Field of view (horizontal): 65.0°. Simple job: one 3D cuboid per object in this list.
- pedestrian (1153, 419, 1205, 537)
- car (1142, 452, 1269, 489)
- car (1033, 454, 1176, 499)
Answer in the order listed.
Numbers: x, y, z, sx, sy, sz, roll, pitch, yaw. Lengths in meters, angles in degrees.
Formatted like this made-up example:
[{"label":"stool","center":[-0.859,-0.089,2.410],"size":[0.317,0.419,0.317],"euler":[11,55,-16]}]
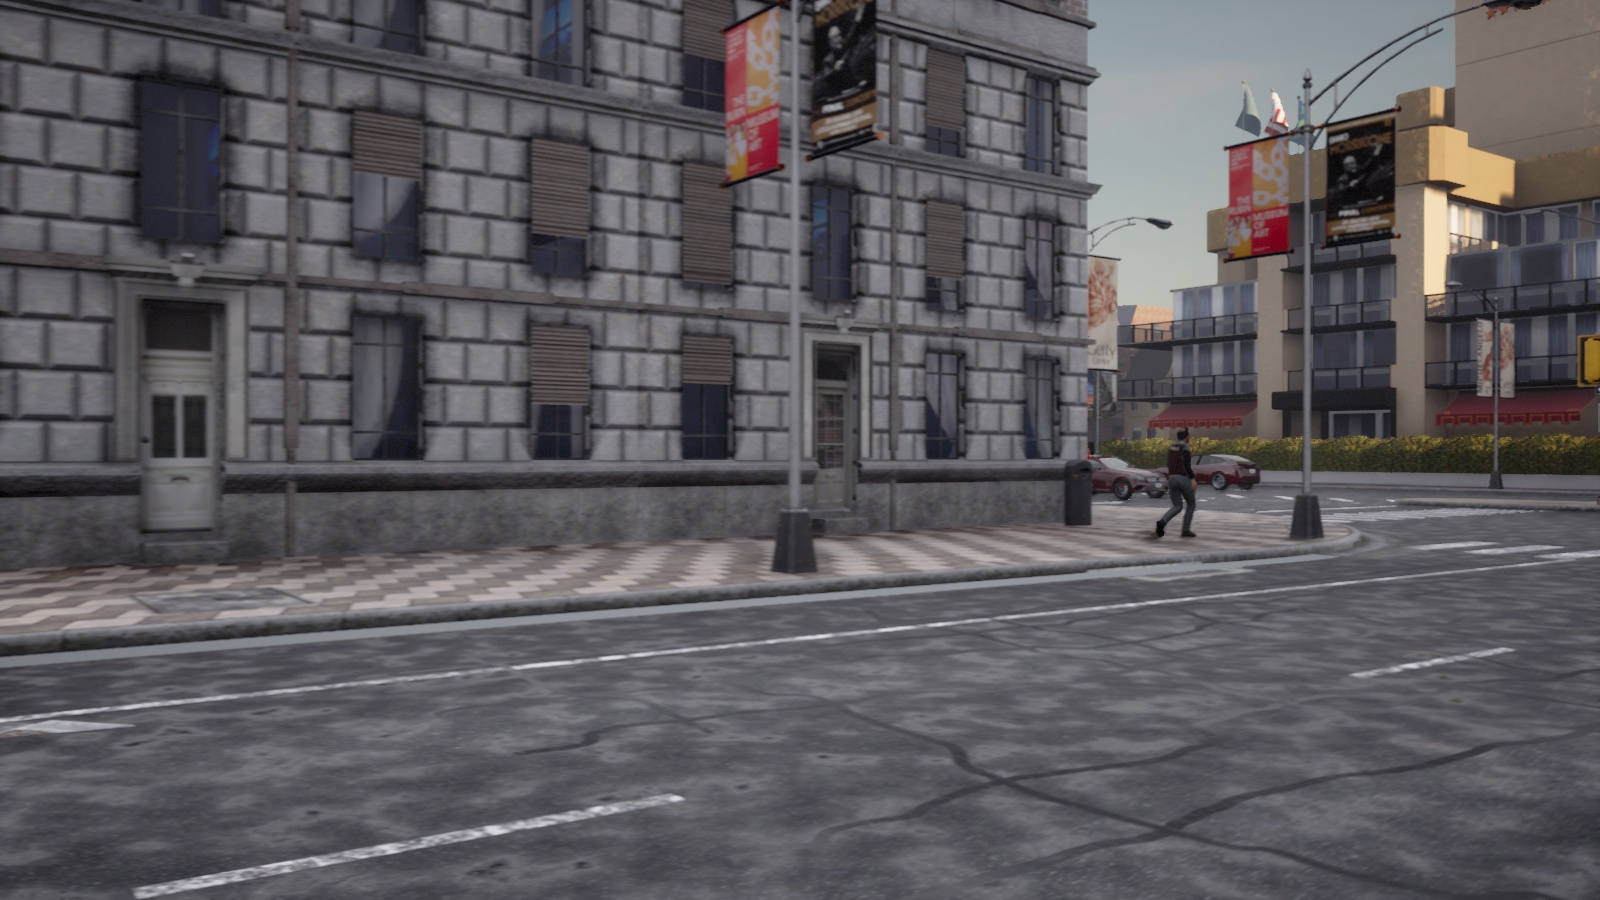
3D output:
[{"label":"pedestrian","center":[6.023,0.438,19.955],"size":[0.720,1.854,0.376],"euler":[0,0,-26]},{"label":"car","center":[17.094,0.841,53.160],"size":[2.163,1.488,4.792],"euler":[0,0,-36]},{"label":"car","center":[10.313,0.855,42.873],"size":[1.812,1.442,4.674],"euler":[0,0,-35]}]
